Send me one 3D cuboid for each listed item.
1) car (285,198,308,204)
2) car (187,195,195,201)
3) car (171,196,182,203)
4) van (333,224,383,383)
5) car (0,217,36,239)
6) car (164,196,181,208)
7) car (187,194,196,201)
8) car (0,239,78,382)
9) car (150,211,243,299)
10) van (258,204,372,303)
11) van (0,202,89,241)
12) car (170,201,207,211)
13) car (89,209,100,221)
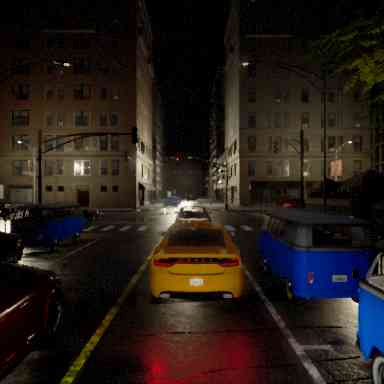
[{"bbox_3d":[10.275,1.325,29.061,4.553,1.767,2.097,0,0,-1],"label":"car"},{"bbox_3d":[-0.313,1.583,89.168,1.895,1.301,4.718,0,0,-1],"label":"car"},{"bbox_3d":[-3.141,1.521,69.651,2.033,1.411,5.357,0,0,-1],"label":"car"},{"bbox_3d":[2.679,1.341,2.255,1.690,1.788,3.998,0,0,0],"label":"van"},{"bbox_3d":[-5.822,1.544,7.940,1.887,1.381,4.507,0,0,0],"label":"car"},{"bbox_3d":[-3.050,1.463,48.878,1.882,1.535,5.008,0,0,0],"label":"car"},{"bbox_3d":[-0.227,1.339,79.387,2.097,1.767,4.553,0,0,-1],"label":"car"},{"bbox_3d":[-3.075,1.564,3.791,1.994,1.385,4.181,0,0,0],"label":"car"},{"bbox_3d":[0.114,1.477,8.500,1.882,1.535,5.008,0,0,1],"label":"car"},{"bbox_3d":[2.704,1.340,7.912,1.690,1.788,3.998,0,0,0],"label":"van"},{"bbox_3d":[-5.796,1.338,13.600,1.690,1.788,3.998,0,0,0],"label":"van"},{"bbox_3d":[0.075,1.486,17.919,2.128,1.511,4.902,0,0,0],"label":"car"},{"bbox_3d":[-9.437,1.578,24.980,4.718,1.301,1.895,0,0,8],"label":"car"}]
